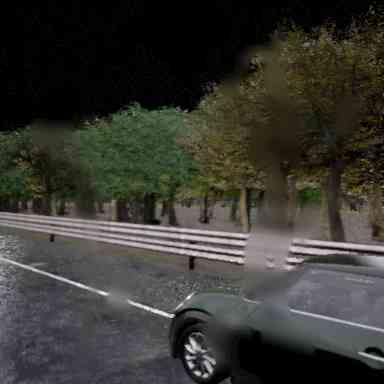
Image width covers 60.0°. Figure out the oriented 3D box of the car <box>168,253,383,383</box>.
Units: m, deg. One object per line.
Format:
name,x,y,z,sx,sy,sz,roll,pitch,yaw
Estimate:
car,1.824,1.533,3.965,4.553,1.767,2.097,-1,-3,42
